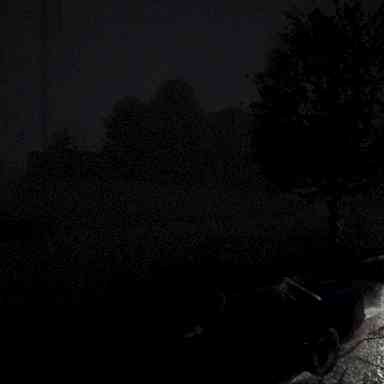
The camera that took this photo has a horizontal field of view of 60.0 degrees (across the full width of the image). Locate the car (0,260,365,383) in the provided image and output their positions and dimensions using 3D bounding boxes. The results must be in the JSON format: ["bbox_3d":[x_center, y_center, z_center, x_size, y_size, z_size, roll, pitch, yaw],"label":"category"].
[{"bbox_3d":[0.053,1.643,4.033,4.718,1.301,1.895,0,-1,-36],"label":"car"}]
